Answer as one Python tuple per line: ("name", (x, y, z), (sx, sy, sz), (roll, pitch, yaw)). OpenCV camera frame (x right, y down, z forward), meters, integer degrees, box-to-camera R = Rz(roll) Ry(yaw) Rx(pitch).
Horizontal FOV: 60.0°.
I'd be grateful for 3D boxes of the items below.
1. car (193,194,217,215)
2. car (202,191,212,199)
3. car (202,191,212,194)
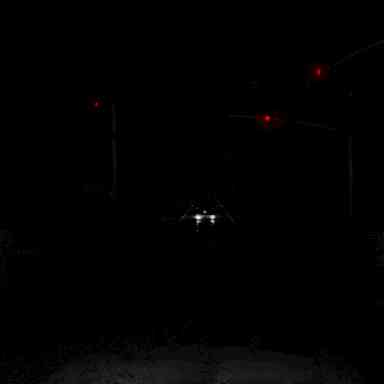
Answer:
("car", (1.148, 1.125, 28.501), (2.033, 1.411, 5.357), (0, 1, 3))
("car", (2.891, 0.627, 63.834), (1.812, 1.442, 4.674), (0, 1, 3))
("car", (1.930, 0.920, 44.854), (1.994, 1.385, 4.181), (0, 1, 3))
